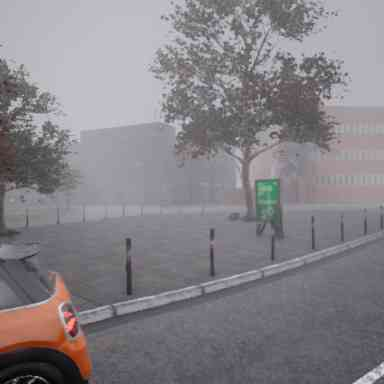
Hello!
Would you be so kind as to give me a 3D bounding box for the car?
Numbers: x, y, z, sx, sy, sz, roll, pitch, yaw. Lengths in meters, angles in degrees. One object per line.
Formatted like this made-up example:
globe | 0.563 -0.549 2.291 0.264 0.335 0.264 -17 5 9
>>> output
car | -3.392 1.392 3.073 4.553 1.767 2.097 -2 1 -27
